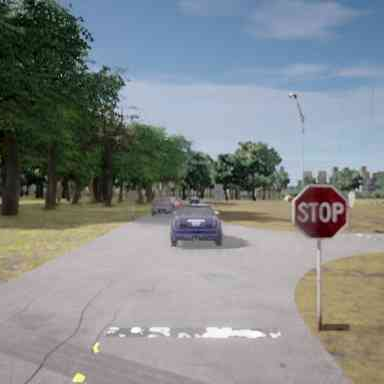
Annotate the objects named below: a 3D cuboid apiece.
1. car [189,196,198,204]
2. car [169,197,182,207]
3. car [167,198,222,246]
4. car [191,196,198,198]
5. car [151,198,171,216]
[{"bbox_3d":[0.414,1.681,71.304,1.837,1.490,4.892,0,-1,0],"label":"car"},{"bbox_3d":[-2.514,1.562,52.058,1.837,1.490,4.892,0,0,0],"label":"car"},{"bbox_3d":[0.182,1.307,15.231,2.097,1.767,4.553,0,0,0],"label":"car"},{"bbox_3d":[0.418,1.575,55.058,1.837,1.490,4.892,0,0,0],"label":"car"},{"bbox_3d":[-2.651,1.545,31.691,1.994,1.385,4.181,0,0,2],"label":"car"}]
